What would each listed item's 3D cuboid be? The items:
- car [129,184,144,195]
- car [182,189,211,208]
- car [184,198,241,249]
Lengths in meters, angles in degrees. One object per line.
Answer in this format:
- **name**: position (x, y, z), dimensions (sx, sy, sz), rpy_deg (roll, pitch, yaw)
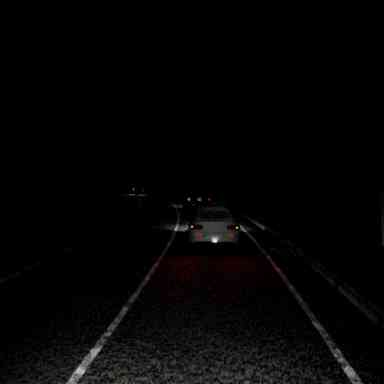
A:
- **car**: position (-9.453, -0.507, 56.538), dimensions (2.097, 1.767, 4.553), rpy_deg (2, 1, -19)
- **car**: position (0.372, 0.556, 27.375), dimensions (2.097, 1.767, 4.553), rpy_deg (1, 2, -5)
- **car**: position (0.782, 1.179, 12.677), dimensions (1.812, 1.442, 4.674), rpy_deg (1, 2, 2)
